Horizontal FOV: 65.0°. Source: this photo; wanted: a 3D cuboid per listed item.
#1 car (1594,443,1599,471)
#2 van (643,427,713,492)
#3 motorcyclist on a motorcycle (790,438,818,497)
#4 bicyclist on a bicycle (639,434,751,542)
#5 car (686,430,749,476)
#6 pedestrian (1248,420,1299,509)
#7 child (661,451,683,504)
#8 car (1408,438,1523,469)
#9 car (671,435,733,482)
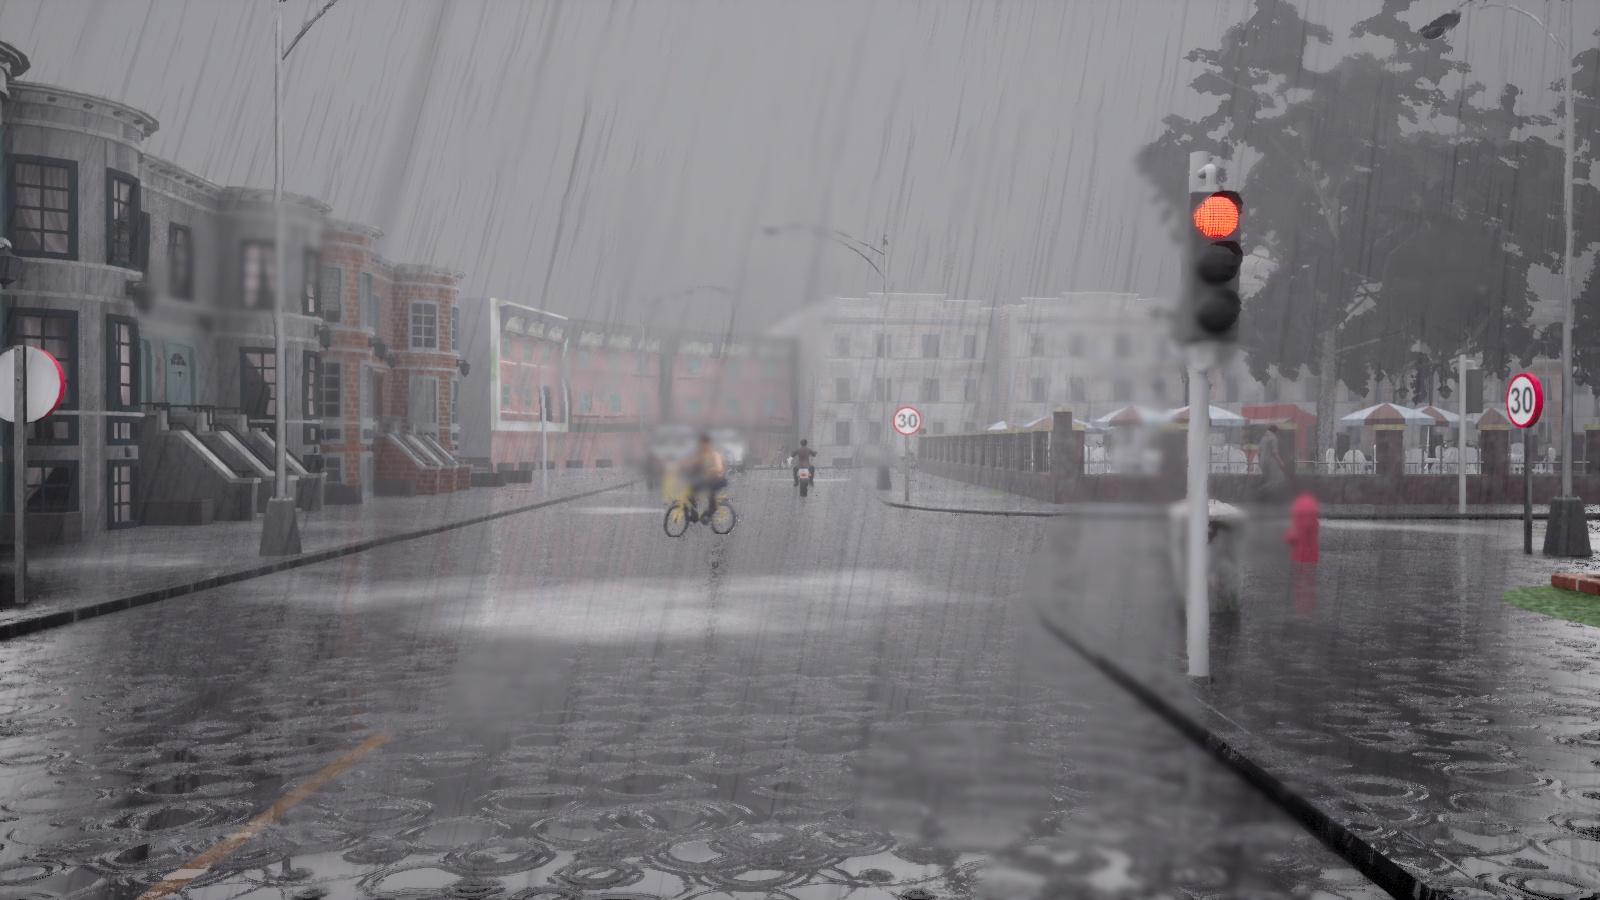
[{"bbox_3d":[45.081,0.380,67.495,3.705,1.549,1.789,0,0,0],"label":"car"},{"bbox_3d":[-3.858,0.268,40.407,1.775,1.987,4.442,0,0,0],"label":"van"},{"bbox_3d":[0.115,0.493,36.114,0.766,1.649,2.350,0,0,0],"label":"motorcyclist on a motorcycle"},{"bbox_3d":[-1.652,0.569,19.883,1.509,1.612,0.866,0,3,-45],"label":"bicyclist on a bicycle"},{"bbox_3d":[-3.837,0.127,59.414,2.150,2.045,5.566,0,0,5],"label":"car"},{"bbox_3d":[10.472,0.308,27.785,0.873,1.952,0.659,0,0,2],"label":"pedestrian"},{"bbox_3d":[-3.050,0.648,29.952,0.437,1.263,0.270,0,0,-40],"label":"child"},{"bbox_3d":[35.729,0.173,67.509,5.027,1.651,2.152,0,0,0],"label":"car"},{"bbox_3d":[-3.842,0.321,49.766,2.097,1.767,4.553,0,0,0],"label":"car"}]
